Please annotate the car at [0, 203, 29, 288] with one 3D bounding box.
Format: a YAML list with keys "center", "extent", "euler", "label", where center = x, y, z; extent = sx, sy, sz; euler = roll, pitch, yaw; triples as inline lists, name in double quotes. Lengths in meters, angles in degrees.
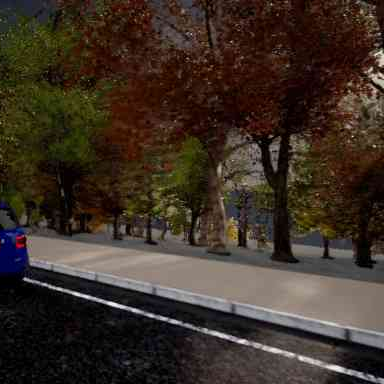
- center: [-6.227, 1.248, 8.130]
  extent: [5.566, 2.045, 2.150]
  euler: [0, 0, 36]
  label: "car"
